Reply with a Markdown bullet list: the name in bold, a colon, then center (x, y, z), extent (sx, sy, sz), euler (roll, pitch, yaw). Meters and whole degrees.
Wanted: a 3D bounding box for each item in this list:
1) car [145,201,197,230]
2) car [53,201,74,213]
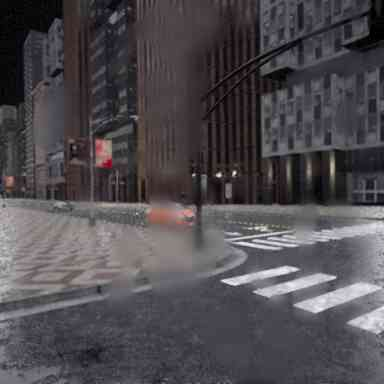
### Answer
- **car**: center (-1.315, 1.423, 22.036), extent (2.097, 1.767, 4.553), euler (-1, 0, -35)
- **car**: center (-17.331, 1.980, 44.622), extent (1.812, 1.442, 4.674), euler (-1, 0, -35)
